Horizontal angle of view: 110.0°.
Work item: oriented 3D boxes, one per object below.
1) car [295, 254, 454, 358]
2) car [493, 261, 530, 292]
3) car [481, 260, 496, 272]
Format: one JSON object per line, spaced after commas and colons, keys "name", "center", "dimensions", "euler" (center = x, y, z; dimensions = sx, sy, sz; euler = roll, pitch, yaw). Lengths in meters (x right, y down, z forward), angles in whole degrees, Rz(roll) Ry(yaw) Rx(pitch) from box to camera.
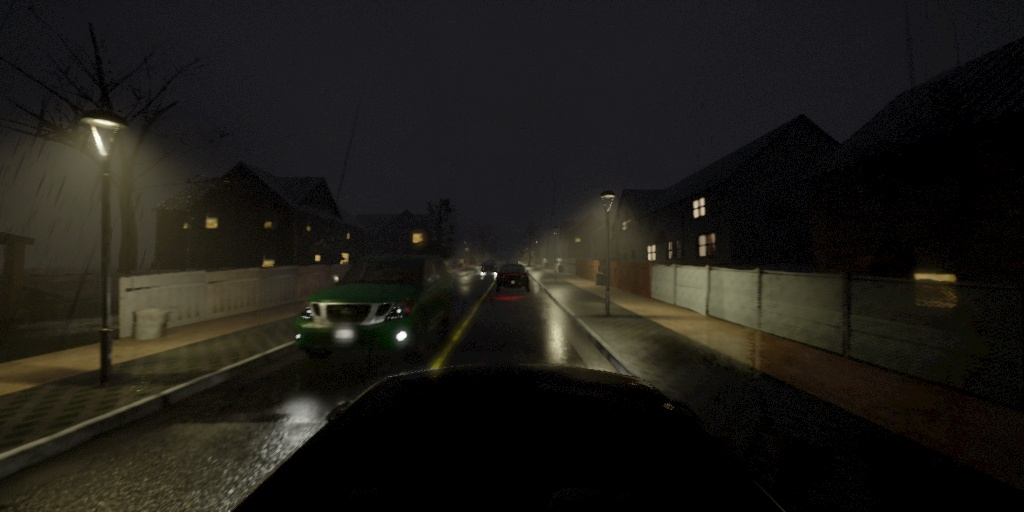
{"name": "car", "center": [-2.838, 0.972, 8.853], "dimensions": [2.150, 2.045, 5.566], "euler": [0, 0, 0]}
{"name": "car", "center": [0.069, 1.229, 21.625], "dimensions": [1.882, 1.535, 5.008], "euler": [0, 0, 0]}
{"name": "car", "center": [-2.841, 1.232, 45.454], "dimensions": [1.882, 1.535, 5.008], "euler": [0, 0, 0]}
